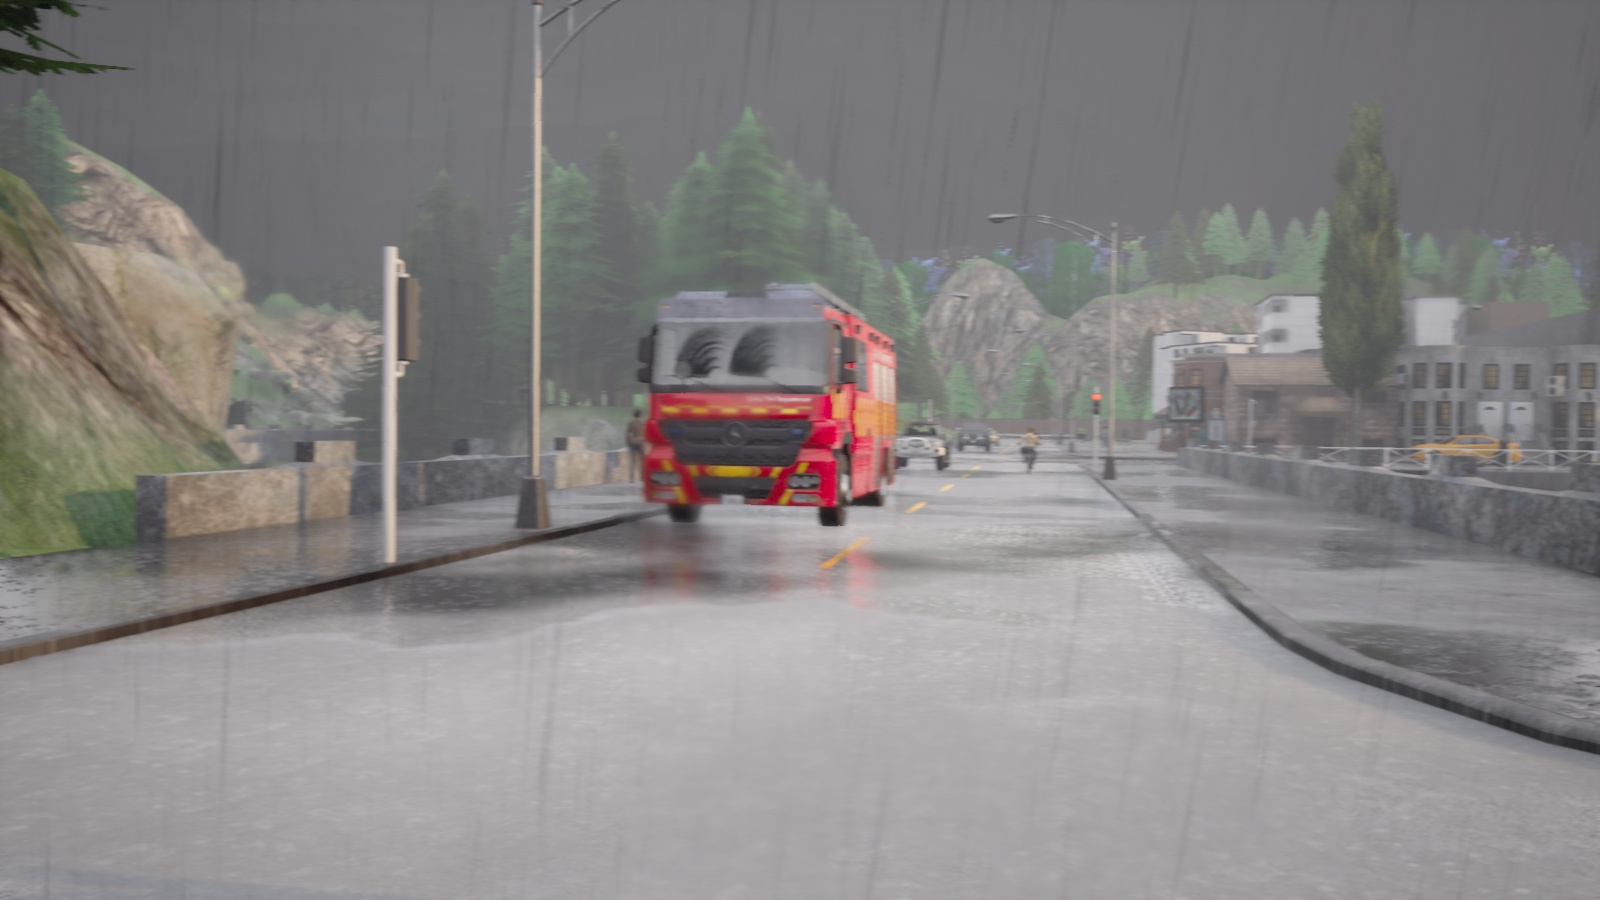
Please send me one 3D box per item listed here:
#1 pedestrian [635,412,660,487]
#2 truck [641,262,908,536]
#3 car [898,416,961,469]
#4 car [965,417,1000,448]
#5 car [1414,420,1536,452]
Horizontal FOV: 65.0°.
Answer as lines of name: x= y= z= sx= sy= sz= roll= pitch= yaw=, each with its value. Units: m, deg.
pedestrian: x=-3.725 y=-0.030 z=30.669 sx=0.328 sy=1.805 sz=0.869 roll=0 pitch=1 yaw=11
truck: x=-0.030 y=-0.776 z=21.945 sx=2.891 sy=3.827 sz=8.468 roll=0 pitch=1 yaw=11
car: x=4.893 y=-0.313 z=47.078 sx=1.932 sy=1.855 sz=4.605 roll=0 pitch=1 yaw=11
car: x=12.600 y=-1.221 z=86.463 sx=2.150 sy=2.045 sz=5.566 roll=0 pitch=1 yaw=11
car: x=33.382 y=-0.713 z=62.255 sx=5.008 sy=1.535 sz=1.882 roll=0 pitch=1 yaw=11
